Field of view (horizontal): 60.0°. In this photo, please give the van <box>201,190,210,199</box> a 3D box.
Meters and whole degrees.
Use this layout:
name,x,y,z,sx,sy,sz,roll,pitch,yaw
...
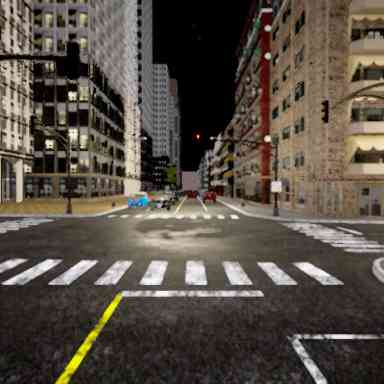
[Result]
name,x,y,z,sx,sy,sz,roll,pitch,yaw
van,2.678,0.514,68.341,1.690,1.788,3.998,0,1,0

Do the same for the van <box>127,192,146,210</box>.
name,x,y,z,sx,sy,sz,roll,pitch,yaw
van,-5.697,0.909,35.035,1.690,1.788,3.998,0,1,0

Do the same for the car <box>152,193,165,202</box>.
name,x,y,z,sx,sy,sz,roll,pitch,yaw
car,-5.700,0.831,57.070,1.752,1.417,4.829,0,1,0

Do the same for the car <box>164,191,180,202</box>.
name,x,y,z,sx,sy,sz,roll,pitch,yaw
car,-3.095,0.960,43.426,2.128,1.511,4.902,0,1,0

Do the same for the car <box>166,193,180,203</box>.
name,x,y,z,sx,sy,sz,roll,pitch,yaw
car,-3.042,0.913,53.433,1.994,1.385,4.181,0,1,1

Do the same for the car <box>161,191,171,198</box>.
name,x,y,z,sx,sy,sz,roll,pitch,yaw
car,-5.703,0.548,73.890,1.967,1.590,4.097,0,1,0

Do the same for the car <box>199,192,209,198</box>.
name,x,y,z,sx,sy,sz,roll,pitch,yaw
car,2.678,0.659,73.893,2.008,1.369,4.403,0,1,0

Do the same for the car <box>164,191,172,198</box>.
name,x,y,z,sx,sy,sz,roll,pitch,yaw
car,-5.704,0.571,79.272,1.752,1.417,4.829,0,1,0

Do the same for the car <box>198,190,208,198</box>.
name,x,y,z,sx,sy,sz,roll,pitch,yaw
car,2.676,0.359,79.441,2.192,1.841,5.009,0,1,0

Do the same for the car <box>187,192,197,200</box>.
name,x,y,z,sx,sy,sz,roll,pitch,yaw
car,-0.006,0.700,64.115,1.882,1.535,5.008,0,1,0

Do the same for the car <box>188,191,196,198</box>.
name,x,y,z,sx,sy,sz,roll,pitch,yaw
car,-0.009,0.546,74.566,1.895,1.301,4.718,0,1,0

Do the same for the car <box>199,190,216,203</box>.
name,x,y,z,sx,sy,sz,roll,pitch,yaw
car,2.681,0.685,51.689,2.192,1.841,5.009,0,1,0

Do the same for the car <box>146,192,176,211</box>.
name,x,y,z,sx,sy,sz,roll,pitch,yaw
car,-3.103,1.073,33.967,2.128,1.511,4.902,0,1,0

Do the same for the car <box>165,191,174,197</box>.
name,x,y,z,sx,sy,sz,roll,pitch,yaw
car,-5.704,0.531,84.993,2.008,1.369,4.403,0,1,0
